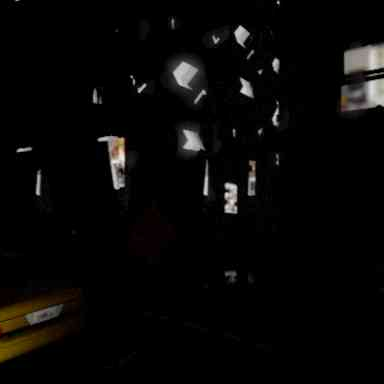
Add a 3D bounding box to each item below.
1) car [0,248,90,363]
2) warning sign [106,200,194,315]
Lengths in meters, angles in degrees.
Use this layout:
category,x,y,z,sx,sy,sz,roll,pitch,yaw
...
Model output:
category,x,y,z,sx,sy,sz,roll,pitch,yaw
car,-3.730,1.501,5.527,4.829,1.417,1.752,0,0,35
warning sign,-0.770,1.097,6.337,1.060,1.860,1.300,0,0,35
